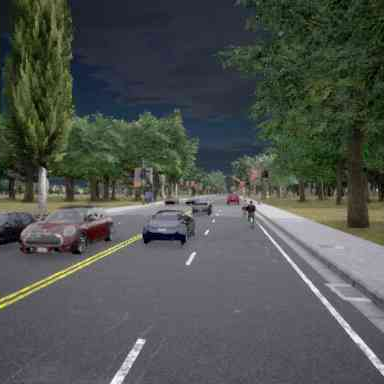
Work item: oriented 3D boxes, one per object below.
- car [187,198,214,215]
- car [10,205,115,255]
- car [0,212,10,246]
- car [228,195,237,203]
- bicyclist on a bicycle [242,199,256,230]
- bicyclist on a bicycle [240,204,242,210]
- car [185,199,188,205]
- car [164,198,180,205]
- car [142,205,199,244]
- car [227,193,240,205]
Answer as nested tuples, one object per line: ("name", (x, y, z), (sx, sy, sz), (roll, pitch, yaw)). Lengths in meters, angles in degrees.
("car", (1.111, 1.492, 33.903), (2.128, 1.511, 4.902), (0, 0, 7))
("car", (-4.784, 1.352, 13.393), (2.097, 1.767, 4.553), (0, 0, 7))
("car", (-7.984, 1.547, 14.011), (2.033, 1.411, 5.357), (0, 0, 7))
("car", (8.976, 1.486, 73.712), (1.882, 1.535, 5.008), (0, 0, 7))
("bicyclist on a bicycle", (3.545, 1.371, 20.031), (0.659, 1.776, 1.843), (0, 0, 7))
("bicyclist on a bicycle", (4.674, 1.437, 29.437), (0.866, 1.612, 1.509), (0, 0, 6))
("car", (0.047, 1.603, 54.281), (1.895, 1.301, 4.718), (0, 0, 7))
("car", (-3.230, 1.603, 54.250), (1.895, 1.301, 4.718), (0, 0, 7))
("car", (-1.001, 1.564, 16.005), (1.994, 1.385, 4.181), (0, 0, 7))
("car", (7.570, 1.223, 60.955), (2.150, 2.045, 5.566), (0, 0, 7))
